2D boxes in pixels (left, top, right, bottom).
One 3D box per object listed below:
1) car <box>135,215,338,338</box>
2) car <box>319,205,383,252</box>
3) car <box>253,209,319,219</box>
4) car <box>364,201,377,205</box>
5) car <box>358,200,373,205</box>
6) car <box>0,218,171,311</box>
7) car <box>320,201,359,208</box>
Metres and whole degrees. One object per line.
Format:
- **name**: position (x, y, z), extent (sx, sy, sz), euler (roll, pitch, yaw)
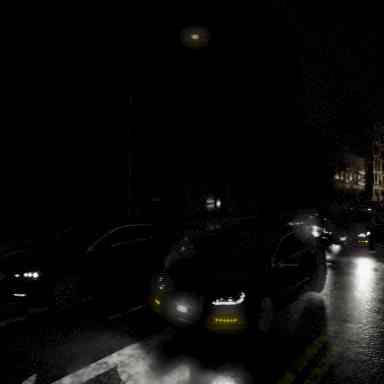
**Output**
- **car**: position (1.328, 1.479, 6.830), extent (1.837, 1.490, 4.892), euler (1, 0, 37)
- **car**: position (7.111, 1.512, 14.331), extent (1.837, 1.490, 4.892), euler (1, 0, 38)
- **car**: position (3.905, 1.505, 15.495), extent (2.033, 1.411, 5.357), euler (1, 0, 38)
- **car**: position (13.469, 1.587, 22.579), extent (2.033, 1.411, 5.357), euler (1, 0, 37)
- **car**: position (16.583, 1.525, 31.874), extent (1.837, 1.490, 4.892), euler (1, 0, 38)
- **car**: position (-2.040, 1.414, 7.773), extent (2.128, 1.511, 4.902), euler (1, 0, 38)
- **car**: position (10.214, 1.516, 23.675), extent (1.812, 1.442, 4.674), euler (1, 0, 38)
